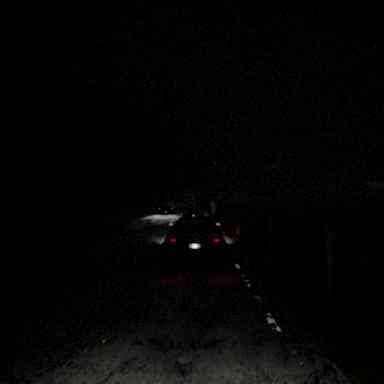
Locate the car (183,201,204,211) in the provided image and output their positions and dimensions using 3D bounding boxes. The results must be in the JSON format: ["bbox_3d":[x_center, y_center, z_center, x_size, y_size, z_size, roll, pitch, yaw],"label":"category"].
[{"bbox_3d":[0.134,1.763,30.606,1.895,1.301,4.718,0,-1,0],"label":"car"}]

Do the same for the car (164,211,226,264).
[{"bbox_3d":[0.095,1.575,11.840,1.994,1.385,4.181,0,0,0],"label":"car"}]

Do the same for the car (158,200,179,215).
[{"bbox_3d":[-2.797,1.856,37.854,1.895,1.301,4.718,0,-1,0],"label":"car"}]

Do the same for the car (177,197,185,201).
[{"bbox_3d":[-2.643,2.124,79.050,2.150,2.045,5.566,0,-1,0],"label":"car"}]
